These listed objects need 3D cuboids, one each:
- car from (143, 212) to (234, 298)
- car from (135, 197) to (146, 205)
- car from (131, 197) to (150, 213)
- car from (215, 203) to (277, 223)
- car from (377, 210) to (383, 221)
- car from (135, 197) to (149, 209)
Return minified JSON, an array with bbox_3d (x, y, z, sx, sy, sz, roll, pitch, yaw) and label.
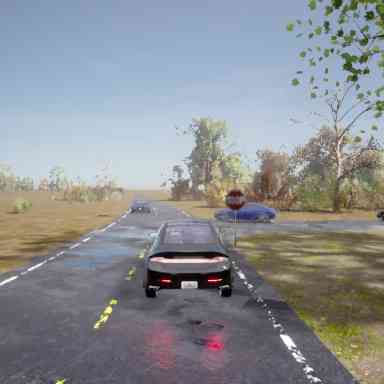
[{"bbox_3d":[-0.106,1.492,8.525,2.128,1.511,4.902,0,0,-1],"label":"car"},{"bbox_3d":[-9.097,1.550,58.706,1.994,1.385,4.181,0,0,-9],"label":"car"},{"bbox_3d":[-5.597,1.558,36.402,1.994,1.385,4.181,0,0,-8],"label":"car"},{"bbox_3d":[4.006,1.540,25.089,4.674,1.442,1.812,0,0,9],"label":"car"},{"bbox_3d":[16.761,1.603,25.933,4.181,1.385,1.994,0,0,-8],"label":"car"},{"bbox_3d":[-7.046,1.516,46.380,1.812,1.442,4.674,0,0,-9],"label":"car"}]
